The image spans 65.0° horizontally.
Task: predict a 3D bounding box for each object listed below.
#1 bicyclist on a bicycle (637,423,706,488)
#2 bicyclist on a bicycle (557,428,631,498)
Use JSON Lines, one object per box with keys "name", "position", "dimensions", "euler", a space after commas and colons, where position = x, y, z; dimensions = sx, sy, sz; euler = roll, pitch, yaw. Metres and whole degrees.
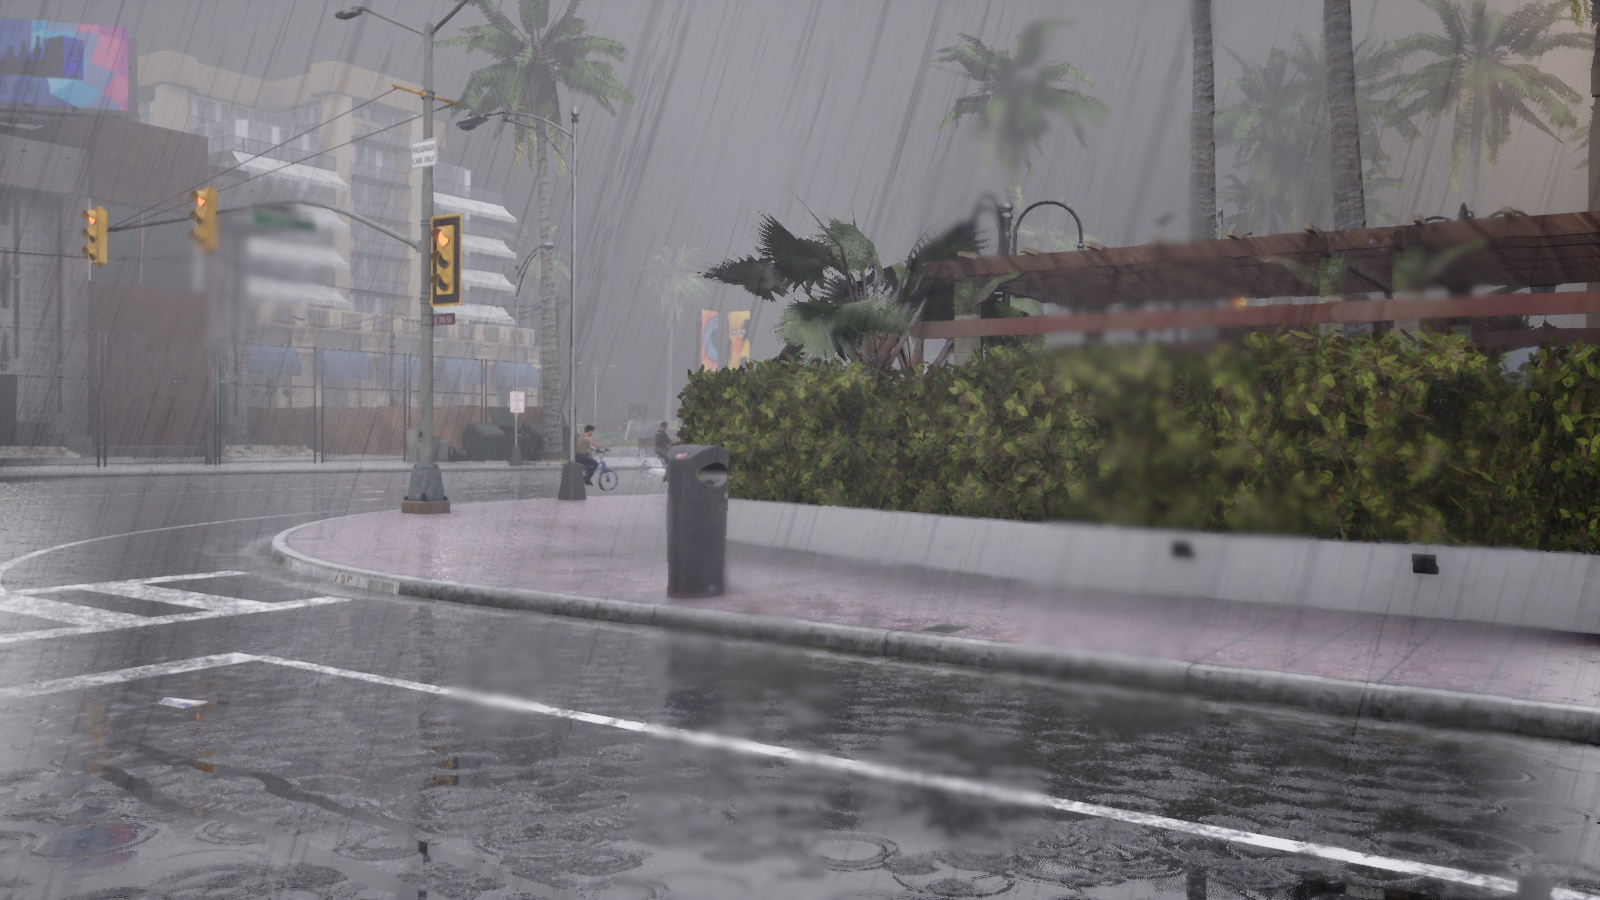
{"name": "bicyclist on a bicycle", "position": [-3.617, 0.141, 35.513], "dimensions": [1.843, 1.776, 0.659], "euler": [-1, 1, -36]}
{"name": "bicyclist on a bicycle", "position": [-4.929, 0.295, 30.034], "dimensions": [1.509, 1.612, 0.866], "euler": [0, 1, -41]}
